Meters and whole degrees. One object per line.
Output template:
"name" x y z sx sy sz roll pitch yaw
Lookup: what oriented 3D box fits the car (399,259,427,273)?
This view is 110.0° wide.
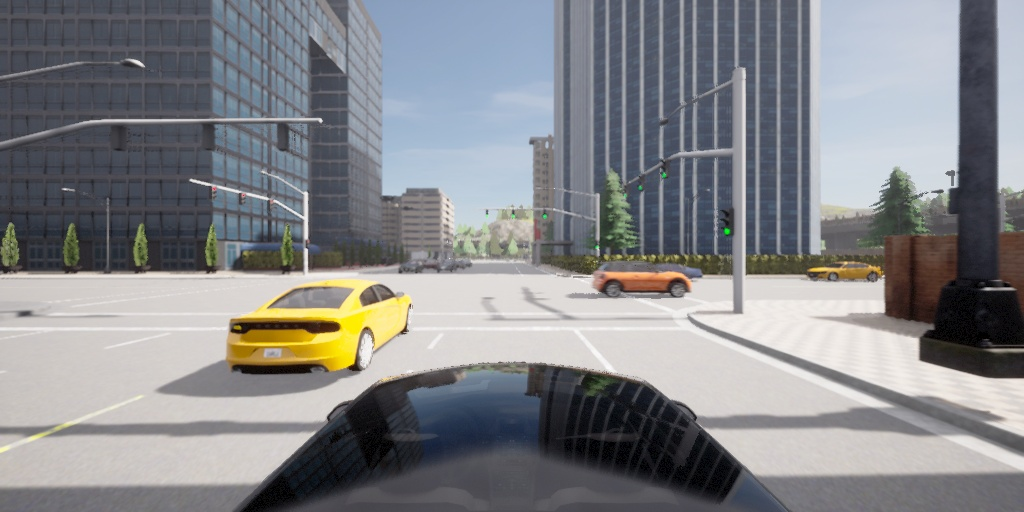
"car" -11.345 1.275 40.430 1.994 1.385 4.181 0 0 -1

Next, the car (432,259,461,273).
"car" -7.886 1.199 43.591 2.128 1.511 4.902 0 0 0

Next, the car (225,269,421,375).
"car" -3.506 1.222 7.611 1.882 1.535 5.008 0 0 -2

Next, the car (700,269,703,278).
"car" 12.072 1.270 28.271 5.357 1.411 2.033 0 0 0

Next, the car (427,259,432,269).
"car" -11.492 1.178 50.490 1.882 1.535 5.008 0 0 -1

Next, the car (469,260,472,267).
"car" -8.132 1.214 62.605 1.812 1.442 4.674 0 0 0

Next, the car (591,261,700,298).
"car" 6.286 1.031 17.620 4.553 1.767 2.097 0 0 -1

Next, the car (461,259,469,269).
"car" -8.030 1.262 53.418 1.994 1.385 4.181 0 0 -1

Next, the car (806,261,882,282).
"car" 26.216 1.200 28.392 5.008 1.535 1.882 -1 0 0
